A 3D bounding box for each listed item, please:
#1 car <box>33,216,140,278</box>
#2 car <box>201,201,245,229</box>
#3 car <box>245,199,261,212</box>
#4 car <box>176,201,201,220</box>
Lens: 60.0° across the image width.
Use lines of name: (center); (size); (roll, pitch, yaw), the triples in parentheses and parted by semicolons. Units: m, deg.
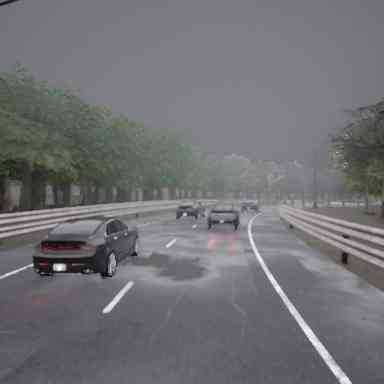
car: (-2.881, 1.480, 10.071); (1.837, 1.490, 4.892); (0, 0, 4)
car: (2.129, 1.484, 21.388); (2.128, 1.511, 4.902); (0, 0, 10)
car: (7.310, 1.670, 40.850); (1.837, 1.490, 4.892); (0, -1, 20)
car: (-0.019, 1.510, 28.308); (1.837, 1.490, 4.892); (0, 0, 13)
